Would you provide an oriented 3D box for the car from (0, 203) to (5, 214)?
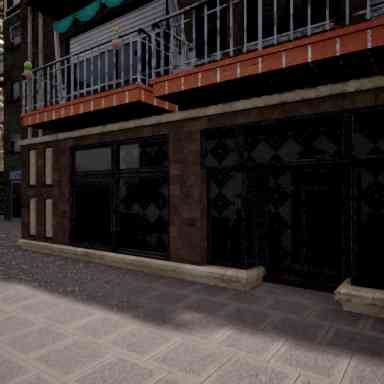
[{"bbox_3d":[-19.409,1.320,30.057,1.967,1.590,4.097,0,1,36],"label":"car"}]
